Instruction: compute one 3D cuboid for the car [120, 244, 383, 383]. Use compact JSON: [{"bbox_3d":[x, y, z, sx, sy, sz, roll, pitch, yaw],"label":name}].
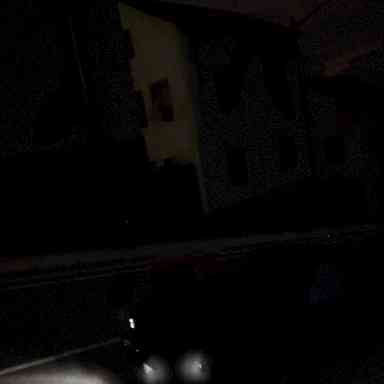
[{"bbox_3d":[1.672,1.593,5.257,5.357,1.411,2.033,0,-1,-36],"label":"car"}]
